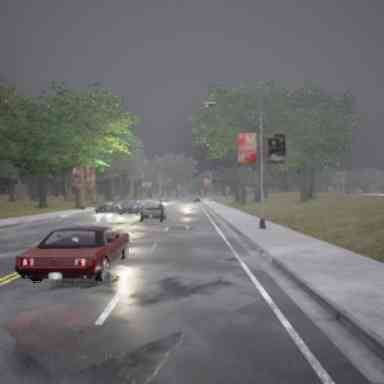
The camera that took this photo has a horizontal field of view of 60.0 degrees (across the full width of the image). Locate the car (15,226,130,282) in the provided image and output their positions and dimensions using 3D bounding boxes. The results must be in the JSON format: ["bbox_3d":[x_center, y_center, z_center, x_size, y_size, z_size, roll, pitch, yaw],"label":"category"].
[{"bbox_3d":[-3.143,1.657,9.889,1.895,1.301,4.718,0,0,0],"label":"car"}]

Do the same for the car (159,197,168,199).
[{"bbox_3d":[-6.450,1.826,76.345,1.812,1.442,4.674,0,0,0],"label":"car"}]

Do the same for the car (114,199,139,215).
[{"bbox_3d":[-6.568,1.542,35.801,2.097,1.767,4.553,0,0,0],"label":"car"}]

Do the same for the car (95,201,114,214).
[{"bbox_3d":[-9.810,1.770,38.612,1.994,1.385,4.181,0,0,0],"label":"car"}]

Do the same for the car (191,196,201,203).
[{"bbox_3d":[1.190,1.936,81.636,1.837,1.490,4.892,0,0,0],"label":"car"}]

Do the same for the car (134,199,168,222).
[{"bbox_3d":[-3.132,1.641,27.742,2.128,1.511,4.902,0,0,0],"label":"car"}]
